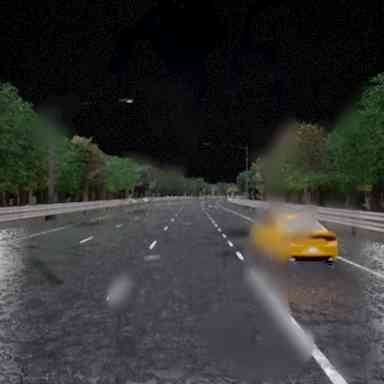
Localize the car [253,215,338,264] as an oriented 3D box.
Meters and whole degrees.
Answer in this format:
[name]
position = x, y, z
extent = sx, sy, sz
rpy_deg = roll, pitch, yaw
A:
[car]
position = 3.524, 1.579, 12.207
extent = 1.882, 1.535, 5.008
rpy_deg = 0, -1, 0
